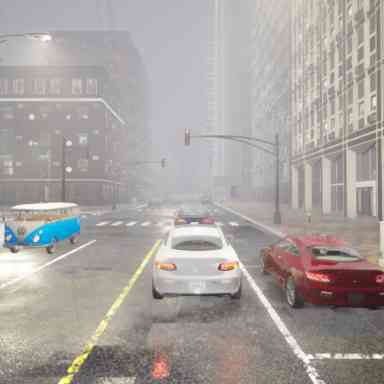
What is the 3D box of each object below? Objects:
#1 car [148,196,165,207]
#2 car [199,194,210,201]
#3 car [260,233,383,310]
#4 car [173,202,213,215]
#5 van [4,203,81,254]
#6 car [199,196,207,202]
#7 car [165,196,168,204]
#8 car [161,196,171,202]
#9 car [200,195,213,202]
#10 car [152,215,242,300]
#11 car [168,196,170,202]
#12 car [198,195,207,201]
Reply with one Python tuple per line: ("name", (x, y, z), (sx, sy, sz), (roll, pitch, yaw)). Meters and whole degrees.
("car", (-5.694, 1.560, 51.133), (2.008, 1.369, 4.403), (1, 0, 0))
("car", (2.686, 1.326, 62.448), (2.192, 1.841, 5.009), (1, 0, 0))
("car", (2.699, 1.584, 7.536), (1.802, 1.307, 4.206), (1, 0, 0))
("car", (0.071, 1.508, 17.410), (2.163, 1.488, 4.792), (0, 0, -1))
("van", (-5.765, 1.344, 13.217), (1.690, 1.788, 3.998), (1, 0, 0))
("car", (2.677, 1.594, 79.412), (1.802, 1.307, 4.206), (1, 0, 0))
("car", (-5.696, 1.561, 56.788), (2.008, 1.369, 4.403), (1, 0, 0))
("car", (-5.701, 1.594, 73.752), (1.802, 1.307, 4.206), (1, 0, 0))
("car", (2.684, 1.592, 56.793), (1.802, 1.307, 4.206), (1, 0, 0))
("car", (0.103, 1.528, 8.297), (1.812, 1.442, 4.674), (0, 0, 0))
("car", (-5.698, 1.576, 62.443), (1.947, 1.339, 4.313), (1, 0, 0))
("car", (2.676, 1.564, 85.066), (2.008, 1.369, 4.403), (1, 0, 0))
